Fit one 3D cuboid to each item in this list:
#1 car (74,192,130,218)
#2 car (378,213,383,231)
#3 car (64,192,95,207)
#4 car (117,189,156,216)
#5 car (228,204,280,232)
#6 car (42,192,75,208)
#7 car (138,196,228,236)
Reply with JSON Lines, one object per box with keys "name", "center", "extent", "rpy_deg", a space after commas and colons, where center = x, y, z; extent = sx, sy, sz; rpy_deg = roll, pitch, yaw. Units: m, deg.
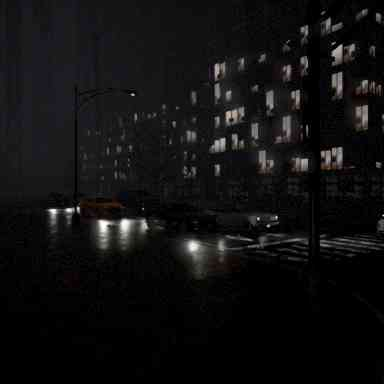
{"name": "car", "center": [-6.977, 1.043, 25.374], "extent": [1.882, 1.535, 5.008], "rpy_deg": [0, 1, -38]}
{"name": "car", "center": [10.806, 1.183, 13.609], "extent": [2.150, 2.045, 5.566], "rpy_deg": [1, 1, -38]}
{"name": "car", "center": [-13.096, 0.781, 38.488], "extent": [1.882, 1.535, 5.008], "rpy_deg": [0, 1, -38]}
{"name": "car", "center": [-4.449, 0.782, 27.417], "extent": [2.150, 2.045, 5.566], "rpy_deg": [0, 1, -38]}
{"name": "car", "center": [2.508, 1.368, 18.580], "extent": [1.895, 1.301, 4.718], "rpy_deg": [0, 1, -39]}
{"name": "car", "center": [-14.151, 0.858, 34.551], "extent": [1.837, 1.490, 4.892], "rpy_deg": [0, 1, -38]}
{"name": "car", "center": [-0.661, 1.231, 17.325], "extent": [1.882, 1.535, 5.008], "rpy_deg": [0, 1, -37]}
